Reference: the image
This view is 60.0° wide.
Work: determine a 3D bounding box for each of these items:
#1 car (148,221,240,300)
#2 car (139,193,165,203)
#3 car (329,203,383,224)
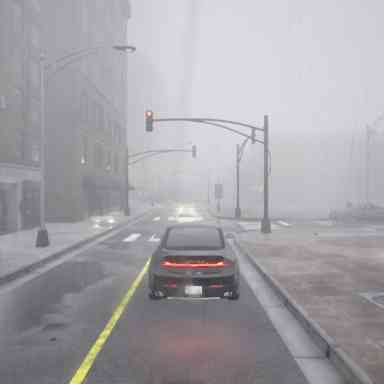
[{"bbox_3d":[0.058,1.503,8.358,1.837,1.490,4.892,0,0,1],"label":"car"},{"bbox_3d":[-8.402,1.280,70.027,5.566,2.045,2.150,0,0,9],"label":"car"},{"bbox_3d":[12.061,1.510,23.748,4.181,1.385,1.994,0,0,0],"label":"car"}]
